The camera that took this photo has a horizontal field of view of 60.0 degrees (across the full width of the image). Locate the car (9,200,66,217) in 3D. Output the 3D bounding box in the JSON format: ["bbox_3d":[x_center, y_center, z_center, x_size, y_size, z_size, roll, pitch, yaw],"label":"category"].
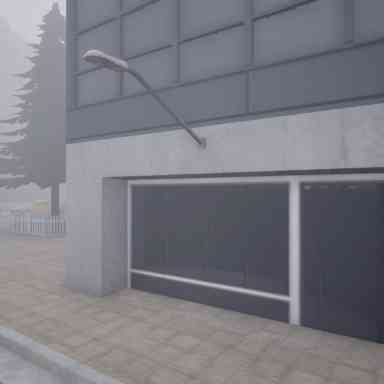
[{"bbox_3d":[-13.847,1.493,30.159,1.882,1.535,5.008,0,0,34],"label":"car"}]
